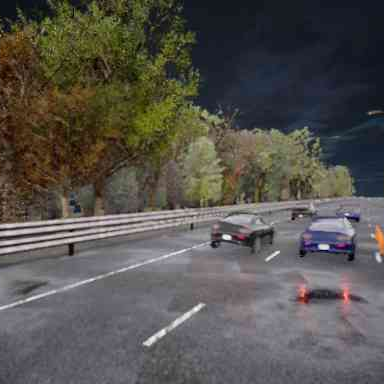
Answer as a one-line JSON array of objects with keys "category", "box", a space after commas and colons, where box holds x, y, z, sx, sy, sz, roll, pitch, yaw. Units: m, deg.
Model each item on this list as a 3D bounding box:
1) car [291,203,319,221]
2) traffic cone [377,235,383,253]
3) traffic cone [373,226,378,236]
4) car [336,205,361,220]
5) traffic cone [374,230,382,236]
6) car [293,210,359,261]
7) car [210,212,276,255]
[{"category": "car", "box": [10.333, 1.820, 30.390, 1.837, 1.490, 4.892, 0, -1, 27]}, {"category": "traffic cone", "box": [7.541, 2.094, 13.062, 0.340, 0.580, 0.340, 0, -1, 27]}, {"category": "traffic cone", "box": [9.342, 2.131, 16.633, 0.340, 0.580, 0.340, 0, -1, 27]}, {"category": "car", "box": [13.892, 1.870, 29.639, 1.994, 1.385, 4.181, 0, -1, 27]}, {"category": "traffic cone", "box": [8.442, 2.113, 14.848, 0.340, 0.580, 0.340, 0, -1, 27]}, {"category": "car", "box": [5.382, 1.664, 13.013, 1.812, 1.442, 4.674, 0, -1, 27]}, {"category": "car", "box": [2.298, 1.605, 14.162, 1.812, 1.442, 4.674, 6, 0, 26]}]
